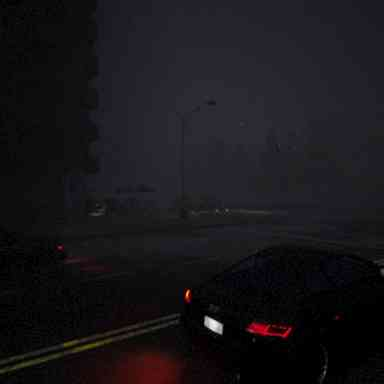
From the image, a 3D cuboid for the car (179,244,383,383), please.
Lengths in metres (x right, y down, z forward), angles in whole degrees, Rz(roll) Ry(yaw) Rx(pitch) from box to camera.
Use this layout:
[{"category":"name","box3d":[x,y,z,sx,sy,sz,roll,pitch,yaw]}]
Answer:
[{"category":"car","box3d":[1.888,1.518,5.096,4.181,1.385,1.994,-1,0,-35]}]

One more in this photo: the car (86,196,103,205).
[{"category":"car","box3d":[-15.551,1.290,51.649,4.674,1.442,1.812,-1,0,24]}]

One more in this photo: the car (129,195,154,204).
[{"category":"car","box3d":[-7.730,1.208,50.751,4.892,1.490,1.837,0,0,38]}]

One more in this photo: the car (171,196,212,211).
[{"category":"car","box3d":[-0.448,1.206,36.404,1.882,1.535,5.008,-1,0,-36]}]

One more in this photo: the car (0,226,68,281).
[{"category":"car","box3d":[-6.002,1.550,8.267,5.357,1.411,2.033,-1,0,-35]}]

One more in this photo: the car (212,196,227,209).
[{"category":"car","box3d":[2.019,1.184,38.917,2.128,1.511,4.902,-1,0,-36]}]
